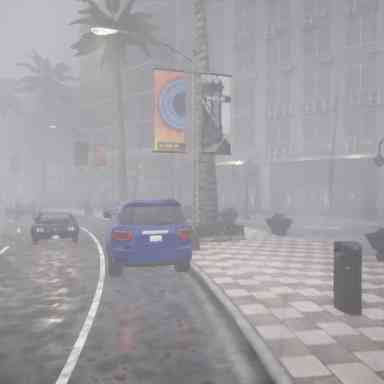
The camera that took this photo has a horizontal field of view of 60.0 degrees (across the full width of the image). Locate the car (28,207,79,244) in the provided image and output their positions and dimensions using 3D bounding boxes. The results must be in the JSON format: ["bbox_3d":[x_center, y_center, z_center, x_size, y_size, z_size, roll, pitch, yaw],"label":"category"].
[{"bbox_3d":[-6.579,1.596,16.020,1.895,1.301,4.718,0,0,-23],"label":"car"}]

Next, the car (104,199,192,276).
[{"bbox_3d":[-1.585,1.219,10.656,2.150,2.045,5.566,0,0,-15],"label":"car"}]

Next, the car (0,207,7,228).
[{"bbox_3d":[-9.768,1.539,14.581,2.033,1.411,5.357,0,0,-22],"label":"car"}]

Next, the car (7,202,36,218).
[{"bbox_3d":[-15.388,1.588,30.135,1.895,1.301,4.718,0,0,-41],"label":"car"}]
